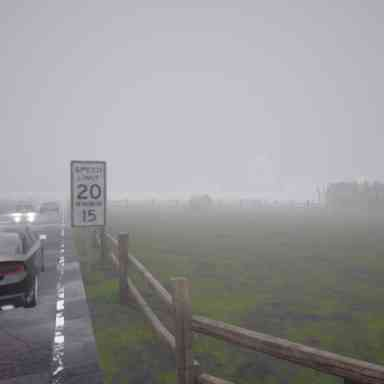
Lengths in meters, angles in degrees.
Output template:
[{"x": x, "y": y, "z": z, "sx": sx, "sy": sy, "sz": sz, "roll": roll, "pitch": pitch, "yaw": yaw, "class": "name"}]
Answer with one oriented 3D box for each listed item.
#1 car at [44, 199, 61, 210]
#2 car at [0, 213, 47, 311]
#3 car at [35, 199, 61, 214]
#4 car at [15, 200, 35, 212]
[{"x": -18.948, "y": 1.601, "z": 45.269, "sx": 1.895, "sy": 1.301, "sz": 4.718, "roll": 0, "pitch": 0, "yaw": -21, "class": "car"}, {"x": -4.444, "y": 1.480, "z": 7.521, "sx": 1.882, "sy": 1.535, "sz": 5.008, "roll": 0, "pitch": 0, "yaw": -21, "class": "car"}, {"x": -15.153, "y": 1.492, "z": 35.530, "sx": 2.128, "sy": 1.511, "sz": 4.902, "roll": 0, "pitch": 0, "yaw": -21, "class": "car"}, {"x": -19.627, "y": 1.621, "z": 39.366, "sx": 1.895, "sy": 1.301, "sz": 4.718, "roll": 0, "pitch": 0, "yaw": -21, "class": "car"}]
